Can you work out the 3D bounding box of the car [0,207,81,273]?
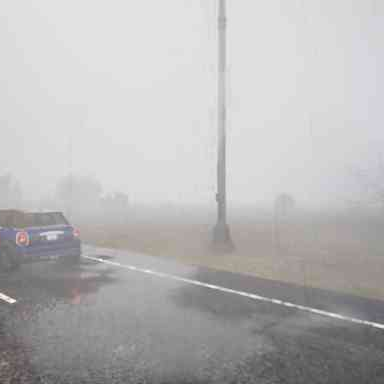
[{"bbox_3d":[-5.610,1.312,10.881,4.553,1.767,2.097,0,0,41],"label":"car"}]
